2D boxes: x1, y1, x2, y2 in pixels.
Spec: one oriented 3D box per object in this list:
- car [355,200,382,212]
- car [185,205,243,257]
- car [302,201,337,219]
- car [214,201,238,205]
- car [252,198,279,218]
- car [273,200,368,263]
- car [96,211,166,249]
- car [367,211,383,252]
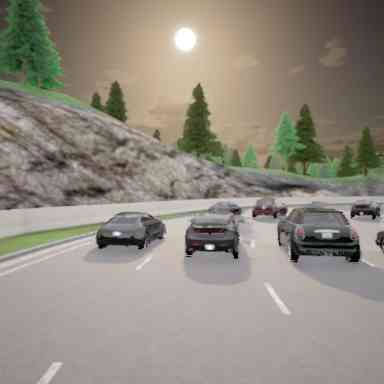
[{"bbox_3d":[15.067,1.452,28.714,1.837,1.490,4.892,-1,0,36],"label":"car"},{"bbox_3d":[0.930,1.480,12.862,1.837,1.490,4.892,0,0,9],"label":"car"},{"bbox_3d":[11.344,1.509,29.443,1.994,1.385,4.181,0,0,34],"label":"car"},{"bbox_3d":[3.052,1.509,29.810,1.994,1.385,4.181,0,0,29],"label":"car"},{"bbox_3d":[6.890,1.298,28.906,2.097,1.767,4.553,0,0,30],"label":"car"},{"bbox_3d":[4.375,1.329,12.151,2.097,1.767,4.553,0,0,8],"label":"car"},{"bbox_3d":[-2.505,1.537,14.512,1.994,1.385,4.181,0,0,9],"label":"car"},{"bbox_3d":[7.471,1.529,9.846,2.033,1.411,5.357,0,0,6],"label":"car"}]
